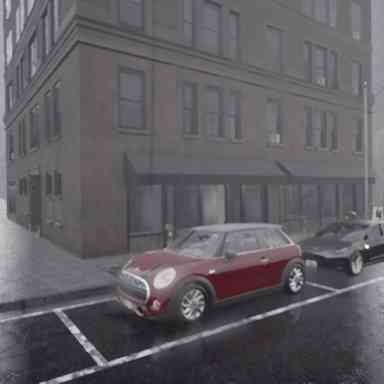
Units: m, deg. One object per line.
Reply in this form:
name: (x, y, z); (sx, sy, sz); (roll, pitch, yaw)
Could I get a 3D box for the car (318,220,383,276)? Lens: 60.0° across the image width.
car: (4.978, 1.544, 10.197); (4.313, 1.339, 1.947); (0, -1, -35)

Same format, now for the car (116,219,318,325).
car: (0.491, 1.430, 7.007); (4.097, 1.590, 1.967); (0, -1, -35)
